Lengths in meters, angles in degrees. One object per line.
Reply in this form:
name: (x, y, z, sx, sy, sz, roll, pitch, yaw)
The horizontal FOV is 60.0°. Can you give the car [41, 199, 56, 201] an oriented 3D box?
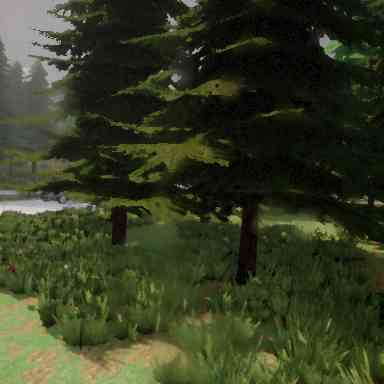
car: (-9.897, 0.050, 26.706, 1.837, 1.490, 4.892, 5, 3, 24)
